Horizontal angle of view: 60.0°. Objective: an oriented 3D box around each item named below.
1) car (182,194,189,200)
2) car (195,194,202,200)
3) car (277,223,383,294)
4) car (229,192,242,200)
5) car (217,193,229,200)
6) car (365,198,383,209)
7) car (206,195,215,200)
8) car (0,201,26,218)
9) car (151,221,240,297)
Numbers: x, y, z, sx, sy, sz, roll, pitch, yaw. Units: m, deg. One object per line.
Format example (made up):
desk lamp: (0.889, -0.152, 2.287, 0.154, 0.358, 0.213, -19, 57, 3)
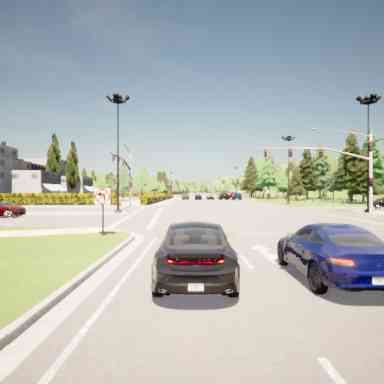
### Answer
car: (-1.760, 1.507, 91.360, 2.128, 1.511, 4.902, 0, 0, 0)
car: (1.742, 1.460, 91.764, 1.882, 1.535, 5.008, 0, 0, 0)
car: (3.585, 1.525, 8.626, 1.812, 1.442, 4.674, 0, 0, 0)
car: (12.239, 1.206, 90.923, 2.150, 2.045, 5.566, 0, 0, 0)
car: (8.740, 1.207, 91.353, 2.150, 2.045, 5.566, 0, 0, 0)
car: (26.169, 1.499, 45.141, 4.892, 1.490, 1.837, 0, 0, -1)
car: (5.243, 1.578, 92.199, 1.895, 1.301, 4.718, 0, 0, 0)
car: (-17.345, 1.474, 29.401, 5.008, 1.535, 1.882, 0, 0, -1)
car: (0.080, 1.504, 8.538, 1.837, 1.490, 4.892, 0, 0, 0)
